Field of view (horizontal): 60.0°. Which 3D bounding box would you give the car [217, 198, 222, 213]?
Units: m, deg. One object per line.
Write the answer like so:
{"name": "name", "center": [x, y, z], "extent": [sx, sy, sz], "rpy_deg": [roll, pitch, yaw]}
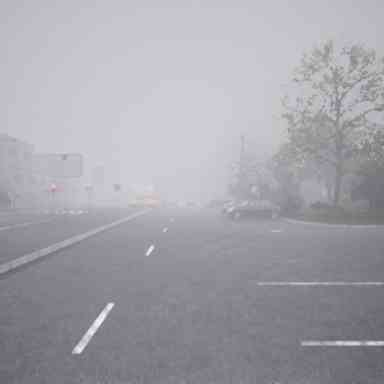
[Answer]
{"name": "car", "center": [5.038, 1.578, 31.133], "extent": [4.674, 1.452, 2.002], "rpy_deg": [0, 0, 0]}

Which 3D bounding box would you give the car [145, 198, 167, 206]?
{"name": "car", "center": [-7.554, 2.076, 70.560], "extent": [4.553, 1.767, 2.185], "rpy_deg": [0, -2, -1]}

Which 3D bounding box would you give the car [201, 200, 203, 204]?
{"name": "car", "center": [4.756, 1.720, 63.102], "extent": [5.566, 2.045, 2.435], "rpy_deg": [0, -2, -1]}

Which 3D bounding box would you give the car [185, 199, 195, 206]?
{"name": "car", "center": [-0.404, 2.282, 72.368], "extent": [2.128, 1.511, 4.902], "rpy_deg": [0, -2, 2]}

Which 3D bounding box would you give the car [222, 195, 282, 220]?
{"name": "car", "center": [5.112, 1.405, 27.963], "extent": [4.553, 1.767, 2.185], "rpy_deg": [0, 0, 0]}

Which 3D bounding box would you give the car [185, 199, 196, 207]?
{"name": "car", "center": [-0.293, 1.985, 61.073], "extent": [2.033, 1.411, 5.357], "rpy_deg": [0, -1, -1]}

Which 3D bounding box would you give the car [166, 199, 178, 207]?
{"name": "car", "center": [-3.575, 2.014, 62.205], "extent": [2.033, 1.411, 5.357], "rpy_deg": [0, -1, 0]}

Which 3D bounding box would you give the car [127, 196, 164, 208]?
{"name": "car", "center": [-7.575, 1.722, 52.463], "extent": [5.366, 1.575, 1.946], "rpy_deg": [0, -1, -1]}

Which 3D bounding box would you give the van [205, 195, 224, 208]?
{"name": "van", "center": [4.767, 1.492, 51.929], "extent": [4.442, 1.987, 1.878], "rpy_deg": [0, -1, -1]}

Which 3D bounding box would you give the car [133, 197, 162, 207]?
{"name": "car", "center": [-7.385, 1.655, 55.385], "extent": [4.553, 1.767, 2.185], "rpy_deg": [0, -1, -1]}

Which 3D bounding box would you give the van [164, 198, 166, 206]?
{"name": "van", "center": [-7.327, 1.624, 58.424], "extent": [4.442, 1.987, 1.878], "rpy_deg": [0, -1, -1]}

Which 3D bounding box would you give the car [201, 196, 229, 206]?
{"name": "car", "center": [4.683, 1.890, 68.561], "extent": [5.566, 2.045, 2.435], "rpy_deg": [0, -2, -1]}
